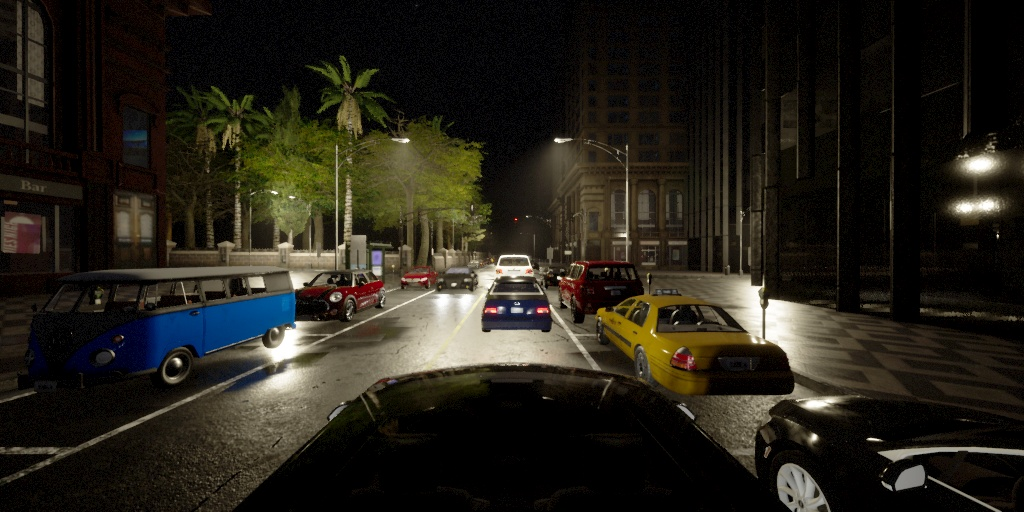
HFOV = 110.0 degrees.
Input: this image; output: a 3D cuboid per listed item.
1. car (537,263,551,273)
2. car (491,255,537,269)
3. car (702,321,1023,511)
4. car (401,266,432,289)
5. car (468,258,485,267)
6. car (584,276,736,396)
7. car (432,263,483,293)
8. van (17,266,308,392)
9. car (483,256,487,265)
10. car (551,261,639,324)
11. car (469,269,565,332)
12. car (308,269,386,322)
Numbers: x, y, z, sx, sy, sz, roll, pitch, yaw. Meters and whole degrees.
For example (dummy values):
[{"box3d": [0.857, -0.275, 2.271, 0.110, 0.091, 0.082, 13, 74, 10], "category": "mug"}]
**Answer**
[{"box3d": [2.773, 1.310, 22.783, 1.948, 1.339, 4.313, 0, 0, 0], "category": "car"}, {"box3d": [0.110, 0.968, 21.324, 2.150, 2.045, 5.566, 0, 0, 0], "category": "car"}, {"box3d": [2.762, 1.300, 1.082, 2.007, 1.370, 4.403, 0, 0, 0], "category": "car"}, {"box3d": [-5.753, 1.327, 22.805, 1.802, 1.307, 4.207, 0, 0, 0], "category": "car"}, {"box3d": [-5.736, 1.274, 54.664, 2.007, 1.370, 4.403, 0, 0, 0], "category": "car"}, {"box3d": [2.765, 1.275, 6.677, 1.751, 1.417, 4.829, 0, 0, 0], "category": "car"}, {"box3d": [-3.019, 1.310, 20.703, 1.994, 1.385, 4.181, 0, 0, 1], "category": "car"}, {"box3d": [-5.761, 1.090, 6.526, 1.690, 1.789, 3.998, 0, 0, 0], "category": "van"}, {"box3d": [-5.733, 1.159, 60.085, 1.967, 1.591, 4.097, 0, 0, 0], "category": "car"}, {"box3d": [2.767, 1.063, 11.932, 2.192, 1.841, 5.009, 0, 0, 0], "category": "car"}, {"box3d": [0.107, 1.296, 10.753, 2.033, 1.411, 5.357, 0, 0, 0], "category": "car"}, {"box3d": [-5.758, 1.188, 11.952, 1.967, 1.591, 4.097, 0, 0, 0], "category": "car"}]
